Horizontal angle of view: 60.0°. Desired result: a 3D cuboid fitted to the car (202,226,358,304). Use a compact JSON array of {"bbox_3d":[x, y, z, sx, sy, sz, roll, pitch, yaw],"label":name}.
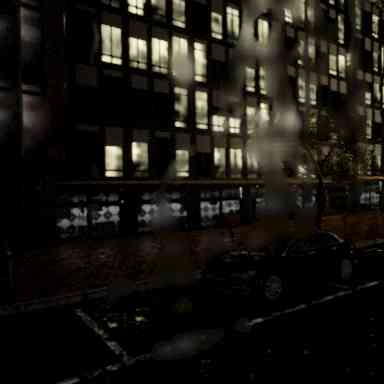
[{"bbox_3d":[2.254,1.547,8.040,4.403,1.369,2.008,-1,-1,-34],"label":"car"}]
